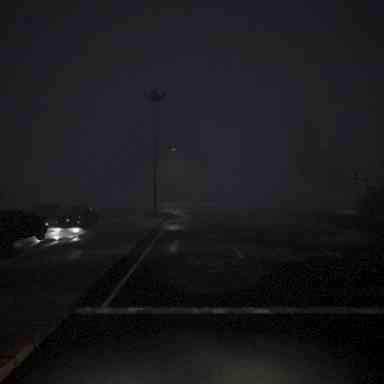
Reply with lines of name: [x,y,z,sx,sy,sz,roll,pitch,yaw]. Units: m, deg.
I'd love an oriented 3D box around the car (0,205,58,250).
car: [-8.079,1.547,14.675,2.128,1.511,4.902,0,0,0]

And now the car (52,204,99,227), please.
car: [-8.050,1.653,23.583,1.994,1.385,4.181,0,0,1]

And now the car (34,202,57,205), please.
car: [-11.557,1.602,25.978,1.837,1.490,4.892,0,0,0]
